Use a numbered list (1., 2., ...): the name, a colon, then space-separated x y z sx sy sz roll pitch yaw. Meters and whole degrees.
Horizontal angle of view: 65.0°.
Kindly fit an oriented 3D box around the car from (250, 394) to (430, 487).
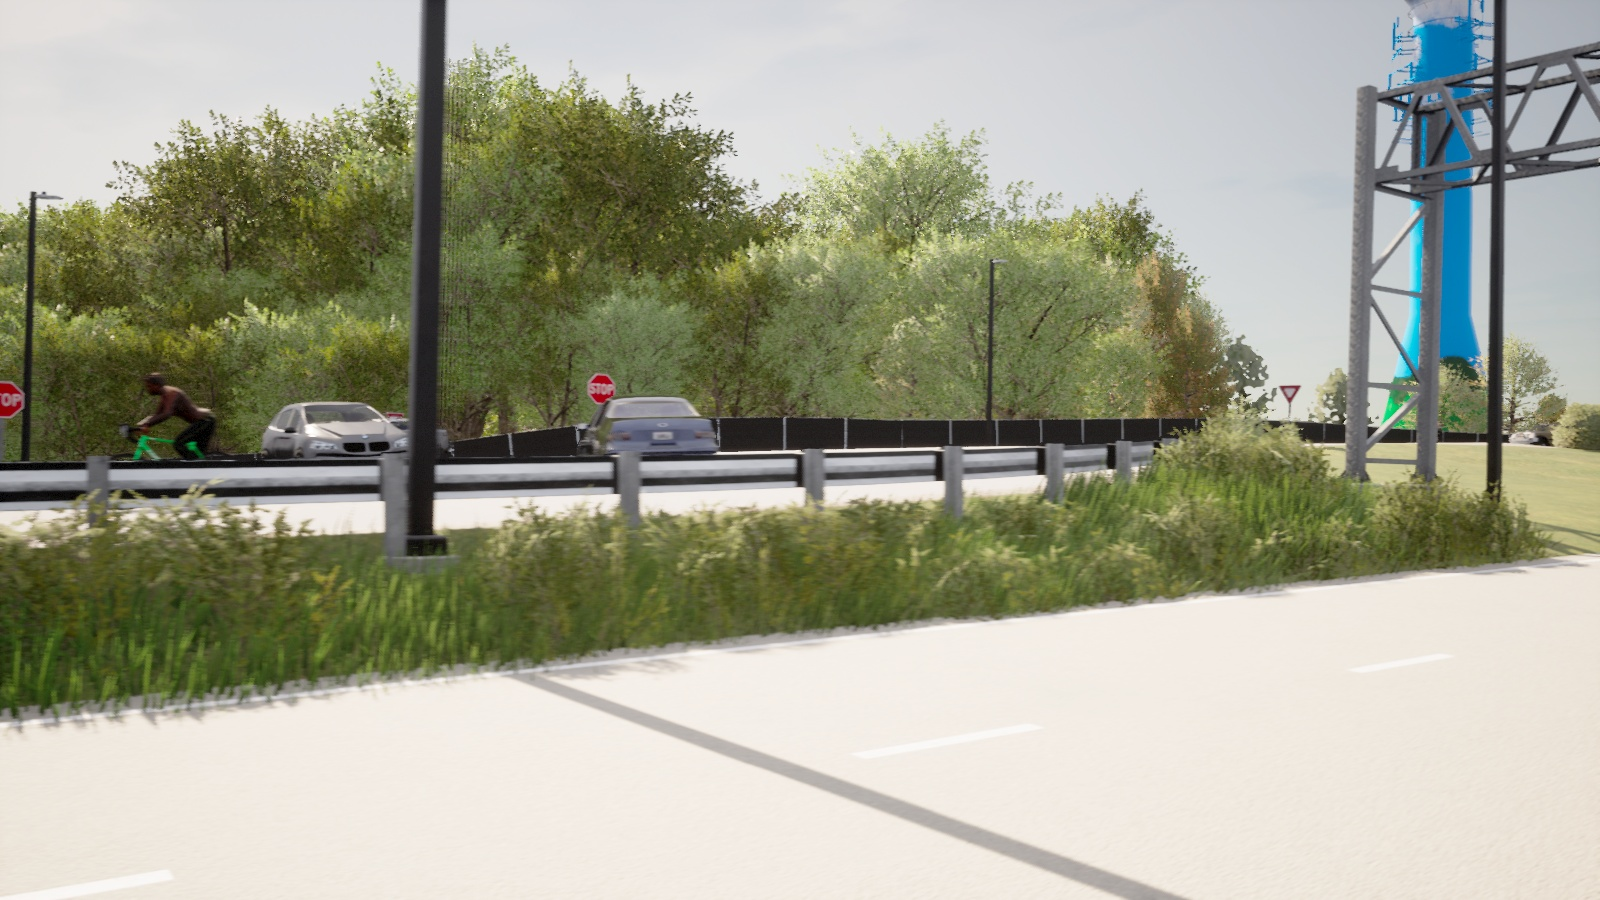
1. car: -9.386 -0.191 25.390 2.242 1.667 4.611 -3 1 -35

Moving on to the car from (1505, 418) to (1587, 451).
1. car: 47.065 -0.971 79.265 4.605 1.855 1.932 2 -2 -19

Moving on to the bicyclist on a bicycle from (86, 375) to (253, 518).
1. bicyclist on a bicycle: -7.501 -0.065 14.978 1.656 1.620 0.582 -2 1 -37

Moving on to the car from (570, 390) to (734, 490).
1. car: -2.624 -0.190 20.966 2.033 1.411 5.357 -2 1 -14

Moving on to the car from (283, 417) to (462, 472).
1. car: -13.114 -0.200 38.839 2.128 1.511 4.902 -1 1 34
